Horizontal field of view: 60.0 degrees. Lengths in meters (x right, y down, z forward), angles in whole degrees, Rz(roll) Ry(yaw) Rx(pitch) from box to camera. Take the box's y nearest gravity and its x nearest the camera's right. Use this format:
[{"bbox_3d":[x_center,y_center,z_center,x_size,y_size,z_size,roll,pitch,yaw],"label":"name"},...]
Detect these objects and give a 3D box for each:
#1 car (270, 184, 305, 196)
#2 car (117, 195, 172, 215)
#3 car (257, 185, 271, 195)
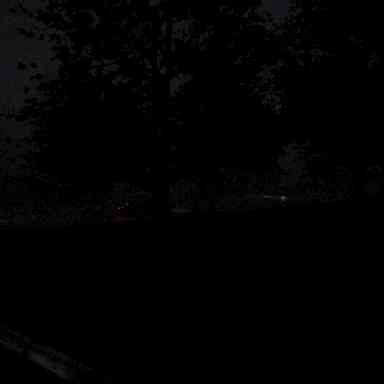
[{"bbox_3d":[13.670,-0.247,46.223,4.674,1.442,1.812,-3,3,-26],"label":"car"},{"bbox_3d":[-3.796,1.002,27.016,4.674,1.442,1.812,-2,2,-37],"label":"car"},{"bbox_3d":[11.898,-0.367,49.246,5.008,1.535,1.882,-3,3,-26],"label":"car"}]
